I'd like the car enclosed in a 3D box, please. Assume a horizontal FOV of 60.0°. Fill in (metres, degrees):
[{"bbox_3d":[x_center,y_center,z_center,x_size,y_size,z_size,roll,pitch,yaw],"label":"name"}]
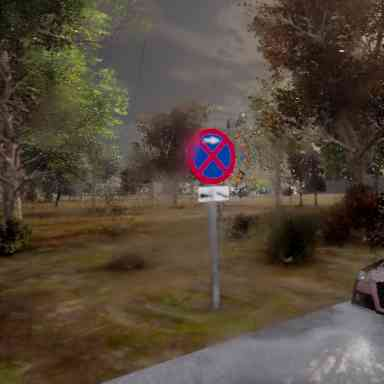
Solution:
[{"bbox_3d":[4.973,1.564,6.368,4.181,1.385,1.994,0,0,-34],"label":"car"}]
